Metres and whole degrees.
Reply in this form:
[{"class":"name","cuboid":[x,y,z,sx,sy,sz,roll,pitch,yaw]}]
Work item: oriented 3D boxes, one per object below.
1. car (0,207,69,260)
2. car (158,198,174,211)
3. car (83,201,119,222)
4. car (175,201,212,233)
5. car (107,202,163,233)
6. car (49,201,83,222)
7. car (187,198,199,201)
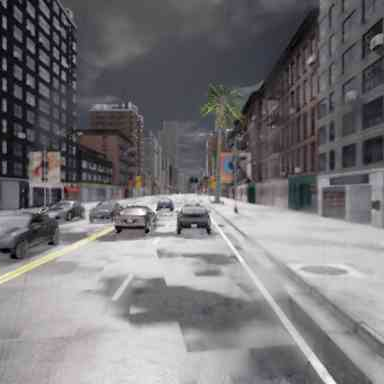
[{"class":"car","cuboid":[-6.553,1.514,12.555,1.812,1.442,4.674,0,0,0]},{"class":"car","cuboid":[-3.145,1.489,39.946,1.812,1.442,4.674,0,0,0]},{"class":"car","cuboid":[-6.553,1.482,25.817,1.837,1.490,4.892,0,0,0]},{"class":"car","cuboid":[0.103,1.486,19.539,1.837,1.490,4.892,0,0,0]},{"class":"car","cuboid":[-3.149,1.528,19.459,2.033,1.411,5.357,0,0,0]},{"class":"car","cuboid":[-9.802,1.468,25.946,2.128,1.511,4.902,0,0,0]},{"class":"car","cuboid":[0.105,1.488,40.561,1.812,1.442,4.674,0,0,0]}]
